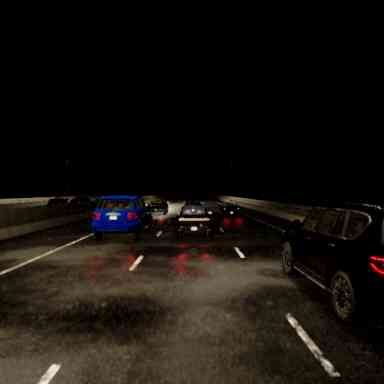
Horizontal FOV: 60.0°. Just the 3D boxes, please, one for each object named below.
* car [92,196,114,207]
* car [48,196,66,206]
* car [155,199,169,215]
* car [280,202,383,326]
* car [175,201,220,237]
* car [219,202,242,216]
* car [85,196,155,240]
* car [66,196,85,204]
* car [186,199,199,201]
[{"bbox_3d":[-14.067,1.450,52.595,2.128,1.511,4.902,0,0,0],"label":"car"},{"bbox_3d":[-21.062,1.449,52.578,2.128,1.511,4.902,0,0,0],"label":"car"},{"bbox_3d":[-3.405,1.467,33.819,2.128,1.511,4.902,0,0,0],"label":"car"},{"bbox_3d":[3.597,1.217,7.182,2.150,2.045,5.566,0,0,0],"label":"car"},{"bbox_3d":[0.097,1.480,17.838,2.128,1.511,4.902,0,0,0],"label":"car"},{"bbox_3d":[3.595,1.577,32.472,1.895,1.301,4.718,0,0,0],"label":"car"},{"bbox_3d":[-3.403,1.211,17.035,2.150,2.045,5.566,0,0,0],"label":"car"},{"bbox_3d":[-17.565,1.436,52.233,1.882,1.535,5.008,0,0,0],"label":"car"},{"bbox_3d":[0.095,1.480,33.914,1.837,1.490,4.892,0,0,0],"label":"car"}]
